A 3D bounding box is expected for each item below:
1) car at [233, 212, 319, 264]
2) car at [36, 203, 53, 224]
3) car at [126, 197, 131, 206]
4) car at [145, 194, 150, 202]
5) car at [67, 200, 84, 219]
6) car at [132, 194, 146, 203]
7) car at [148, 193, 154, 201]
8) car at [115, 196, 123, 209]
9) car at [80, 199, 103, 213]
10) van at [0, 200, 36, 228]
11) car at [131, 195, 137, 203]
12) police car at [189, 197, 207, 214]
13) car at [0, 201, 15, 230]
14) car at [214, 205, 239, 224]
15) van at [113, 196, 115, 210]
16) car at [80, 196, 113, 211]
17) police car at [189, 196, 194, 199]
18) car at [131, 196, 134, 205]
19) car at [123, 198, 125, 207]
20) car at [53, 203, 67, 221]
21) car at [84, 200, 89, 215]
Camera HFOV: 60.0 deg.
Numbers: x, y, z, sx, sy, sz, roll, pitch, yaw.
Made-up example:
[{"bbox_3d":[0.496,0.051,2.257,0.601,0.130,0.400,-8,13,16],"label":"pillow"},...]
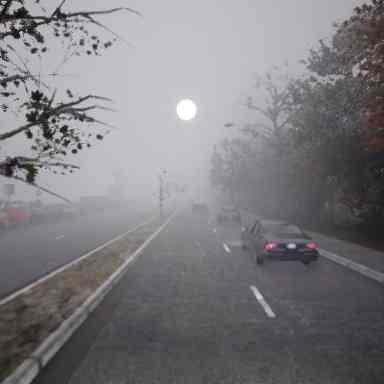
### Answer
[{"bbox_3d":[3.014,1.713,12.537,2.033,1.411,5.357,0,-1,0],"label":"car"},{"bbox_3d":[-13.866,1.873,26.515,4.674,1.452,2.002,-1,0,-20],"label":"car"},{"bbox_3d":[-13.821,1.784,59.352,4.553,1.767,2.185,-1,0,-20],"label":"car"},{"bbox_3d":[-14.004,1.895,83.273,5.366,1.575,1.946,-1,0,-20],"label":"car"},{"bbox_3d":[-13.695,1.874,32.557,5.366,1.575,1.946,-1,-1,-20],"label":"car"},{"bbox_3d":[-13.811,1.931,77.349,4.792,1.488,2.163,-1,0,-20],"label":"car"},{"bbox_3d":[-13.806,1.629,89.364,5.566,2.045,2.435,-1,0,-20],"label":"car"},{"bbox_3d":[-13.834,1.663,50.409,5.566,2.045,2.435,-1,0,-20],"label":"car"},{"bbox_3d":[-13.857,1.953,41.441,4.674,1.452,2.002,-1,0,-20],"label":"car"},{"bbox_3d":[-13.769,1.579,23.586,4.442,1.987,1.878,-1,-1,-20],"label":"van"},{"bbox_3d":[-13.819,1.937,65.343,4.792,1.488,2.163,-1,0,-20],"label":"car"},{"bbox_3d":[0.903,1.843,42.487,1.930,1.638,5.238,0,0,0],"label":"police car"},{"bbox_3d":[-13.848,1.643,20.558,4.553,1.767,2.185,-1,-1,-20],"label":"car"},{"bbox_3d":[3.024,1.849,28.492,2.128,1.511,4.902,0,0,0],"label":"car"},{"bbox_3d":[-13.752,1.689,47.456,4.442,1.987,1.878,-1,0,-20],"label":"van"},{"bbox_3d":[-13.889,1.666,44.413,5.566,2.045,2.435,-1,0,-20],"label":"car"},{"bbox_3d":[0.904,1.844,52.487,1.930,1.638,5.238,0,0,0],"label":"police car"},{"bbox_3d":[-13.842,1.949,62.325,4.674,1.452,2.002,-1,0,-20],"label":"car"},{"bbox_3d":[-13.847,1.914,53.378,4.892,1.521,2.231,-1,0,-20],"label":"car"},{"bbox_3d":[-13.896,1.891,29.487,4.792,1.488,2.163,-1,0,-20],"label":"car"},{"bbox_3d":[-13.838,1.925,35.484,4.792,1.488,2.163,-1,-1,-20],"label":"car"}]
